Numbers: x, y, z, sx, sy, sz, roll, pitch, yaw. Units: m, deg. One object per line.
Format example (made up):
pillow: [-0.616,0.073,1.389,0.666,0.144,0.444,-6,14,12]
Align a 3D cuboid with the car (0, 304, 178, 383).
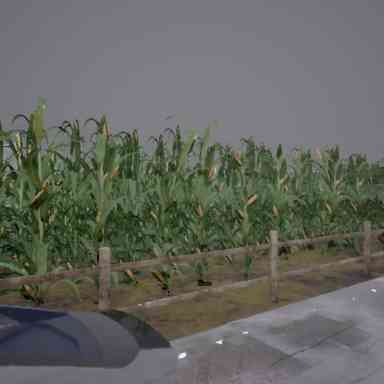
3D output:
car: [-2.271,1.492,1.453,4.902,1.511,2.128,0,0,-35]
